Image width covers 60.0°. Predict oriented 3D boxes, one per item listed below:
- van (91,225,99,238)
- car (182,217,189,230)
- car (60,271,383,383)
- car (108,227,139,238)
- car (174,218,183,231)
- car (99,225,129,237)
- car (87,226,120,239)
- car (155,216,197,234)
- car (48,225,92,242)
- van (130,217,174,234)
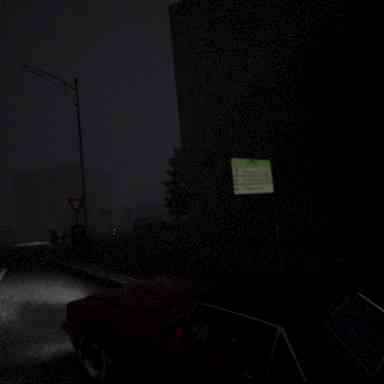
[{"bbox_3d":[-15.949,5.757,47.335,4.442,1.987,1.878,-7,-7,19],"label":"van"},{"bbox_3d":[-3.214,4.859,46.093,5.008,1.535,2.097,-7,-8,19],"label":"car"},{"bbox_3d":[0.587,1.602,3.613,4.718,1.301,1.895,0,0,39],"label":"car"},{"bbox_3d":[-11.947,7.096,57.796,4.792,1.488,2.163,-7,-8,19],"label":"car"},{"bbox_3d":[-4.149,4.622,43.430,4.792,1.488,2.163,-7,-8,19],"label":"car"},{"bbox_3d":[-10.786,5.526,47.828,2.097,1.767,4.553,-7,-8,19],"label":"car"},{"bbox_3d":[-13.906,6.370,52.479,4.553,1.767,2.185,-7,-8,19],"label":"car"},{"bbox_3d":[-2.325,4.885,48.692,5.566,2.045,2.435,-7,-8,19],"label":"car"},{"bbox_3d":[-14.274,4.831,38.280,1.882,1.535,5.008,-7,-6,20],"label":"car"},{"bbox_3d":[-5.035,4.122,40.822,4.442,1.987,1.878,-7,-7,19],"label":"van"}]
